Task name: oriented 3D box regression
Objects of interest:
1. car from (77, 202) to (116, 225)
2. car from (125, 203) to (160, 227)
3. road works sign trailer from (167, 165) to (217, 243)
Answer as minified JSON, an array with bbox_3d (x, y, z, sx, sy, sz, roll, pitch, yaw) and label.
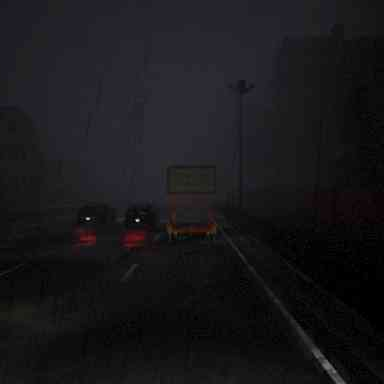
[{"bbox_3d":[-6.900,1.528,24.478,1.837,1.490,4.892,0,-1,0],"label":"car"},{"bbox_3d":[-3.399,1.526,23.175,1.837,1.490,4.892,0,-1,0],"label":"car"},{"bbox_3d":[0.000,0.481,16.308,2.380,3.560,2.880,0,0,0],"label":"road works sign trailer"}]
